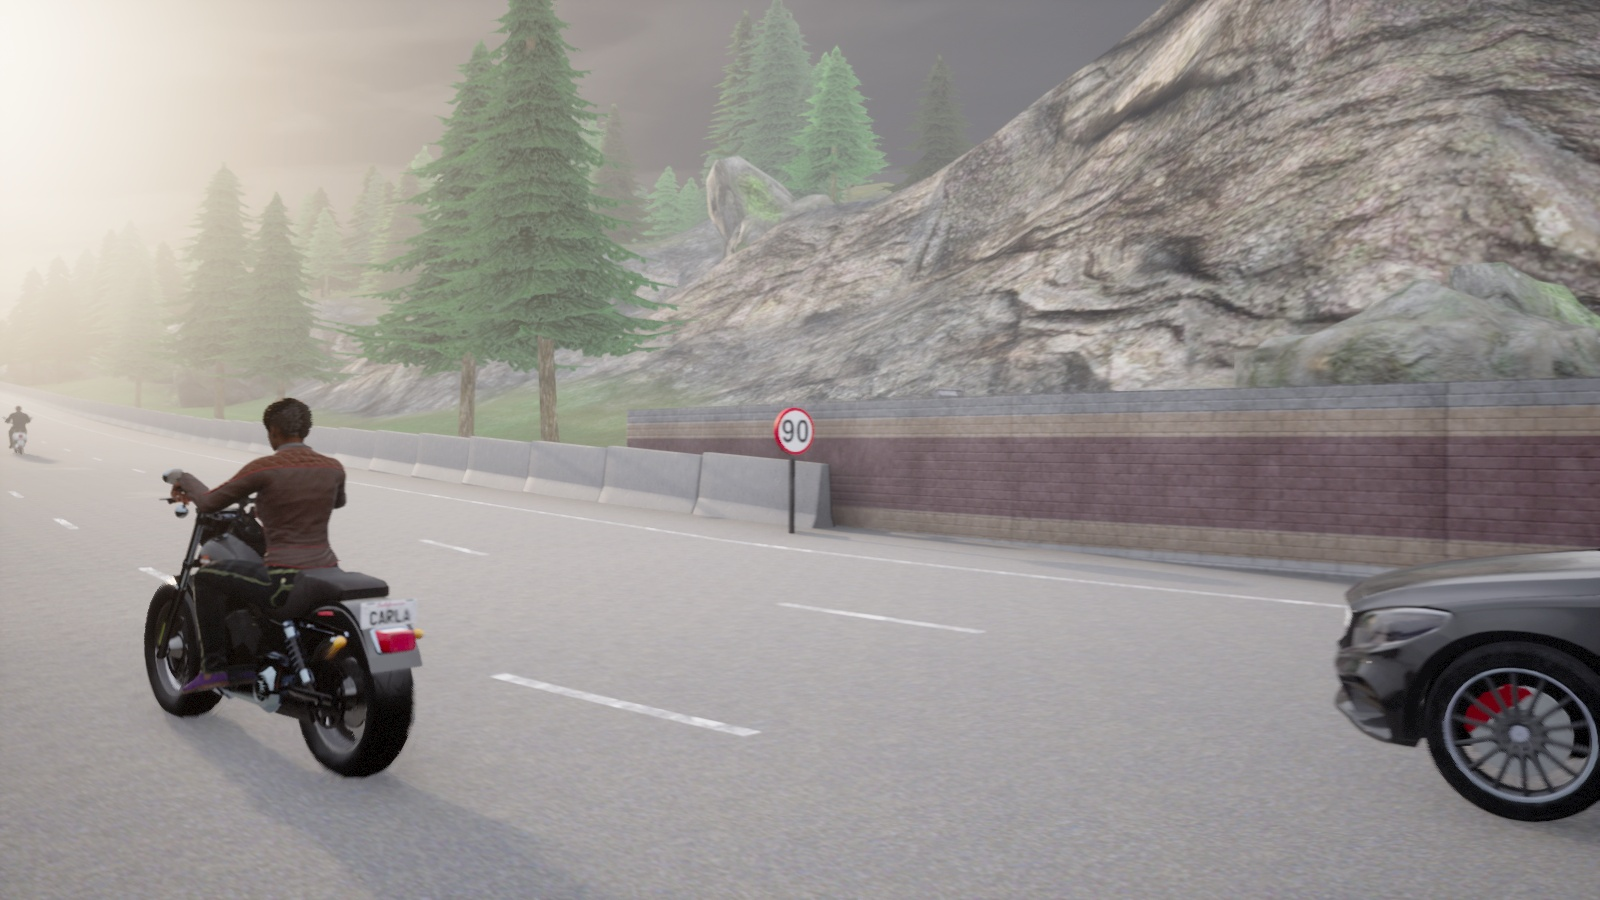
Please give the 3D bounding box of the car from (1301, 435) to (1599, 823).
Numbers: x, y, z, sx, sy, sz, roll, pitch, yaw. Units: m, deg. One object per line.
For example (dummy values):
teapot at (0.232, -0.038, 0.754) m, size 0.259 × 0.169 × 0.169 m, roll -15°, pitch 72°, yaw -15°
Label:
car at (4.557, 0.664, 4.774) m, size 4.674 × 1.442 × 1.812 m, roll 0°, pitch 1°, yaw 32°

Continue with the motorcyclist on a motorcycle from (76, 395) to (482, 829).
motorcyclist on a motorcycle at (-2.497, 0.612, 5.832) m, size 2.350 × 1.649 × 0.766 m, roll 0°, pitch 0°, yaw 41°

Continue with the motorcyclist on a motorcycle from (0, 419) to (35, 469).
motorcyclist on a motorcycle at (-25.686, -0.206, 41.173) m, size 0.866 × 1.590 × 1.817 m, roll -1°, pitch 2°, yaw -37°
